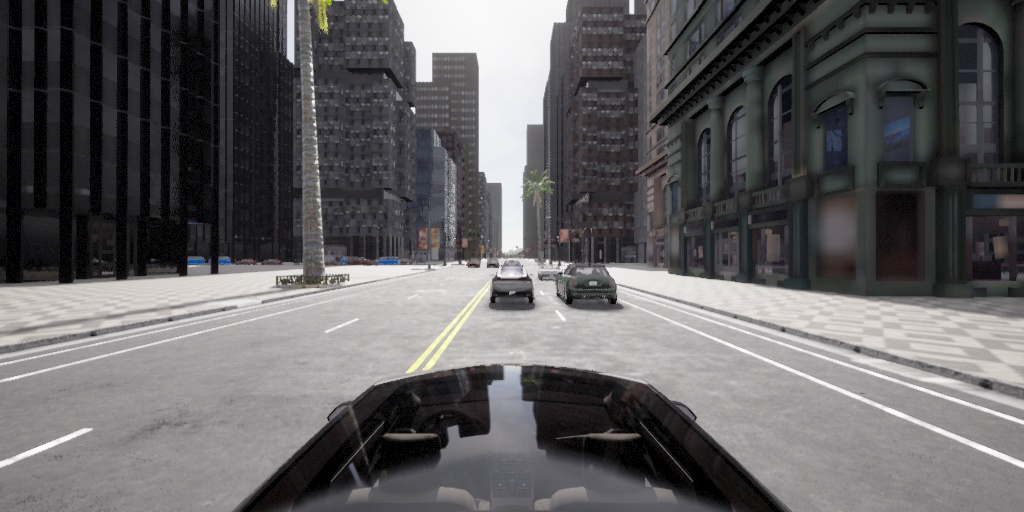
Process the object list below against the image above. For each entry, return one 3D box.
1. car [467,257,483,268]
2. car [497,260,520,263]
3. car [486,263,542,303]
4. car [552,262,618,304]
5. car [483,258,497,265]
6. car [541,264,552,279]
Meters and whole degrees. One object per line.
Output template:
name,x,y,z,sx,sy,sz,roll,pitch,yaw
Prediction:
car,-6.500,1.174,61.530,2.097,1.767,4.553,0,0,0
car,0.000,1.124,31.470,2.097,1.767,4.553,0,0,0
car,0.000,1.247,16.500,2.128,1.511,4.902,0,0,0
car,3.250,1.118,16.470,2.097,1.767,4.553,0,0,0
car,-3.250,1.174,61.530,2.097,1.767,4.553,0,0,0
car,3.250,1.374,31.530,1.895,1.301,4.718,0,0,0
